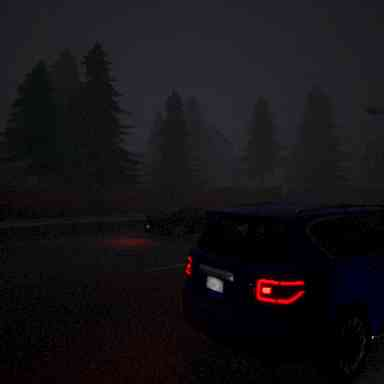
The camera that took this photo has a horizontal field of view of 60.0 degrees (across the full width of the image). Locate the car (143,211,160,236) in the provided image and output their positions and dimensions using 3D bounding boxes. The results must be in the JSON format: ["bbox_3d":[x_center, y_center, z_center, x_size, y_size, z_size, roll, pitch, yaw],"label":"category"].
[{"bbox_3d":[0.008,1.413,16.676,5.008,1.535,1.882,-1,0,-35],"label":"car"}]

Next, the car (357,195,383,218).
[{"bbox_3d":[16.238,1.155,28.246,4.553,1.767,2.097,0,0,-35],"label":"car"}]

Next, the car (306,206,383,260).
[{"bbox_3d":[6.721,1.420,12.857,4.892,1.490,1.837,-1,1,-35],"label":"car"}]

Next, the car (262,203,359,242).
[{"bbox_3d":[6.027,1.395,16.657,4.902,1.511,2.128,0,0,-35],"label":"car"}]

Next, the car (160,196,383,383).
[{"bbox_3d":[2.471,1.187,5.557,5.566,2.045,2.150,0,0,-35],"label":"car"}]
